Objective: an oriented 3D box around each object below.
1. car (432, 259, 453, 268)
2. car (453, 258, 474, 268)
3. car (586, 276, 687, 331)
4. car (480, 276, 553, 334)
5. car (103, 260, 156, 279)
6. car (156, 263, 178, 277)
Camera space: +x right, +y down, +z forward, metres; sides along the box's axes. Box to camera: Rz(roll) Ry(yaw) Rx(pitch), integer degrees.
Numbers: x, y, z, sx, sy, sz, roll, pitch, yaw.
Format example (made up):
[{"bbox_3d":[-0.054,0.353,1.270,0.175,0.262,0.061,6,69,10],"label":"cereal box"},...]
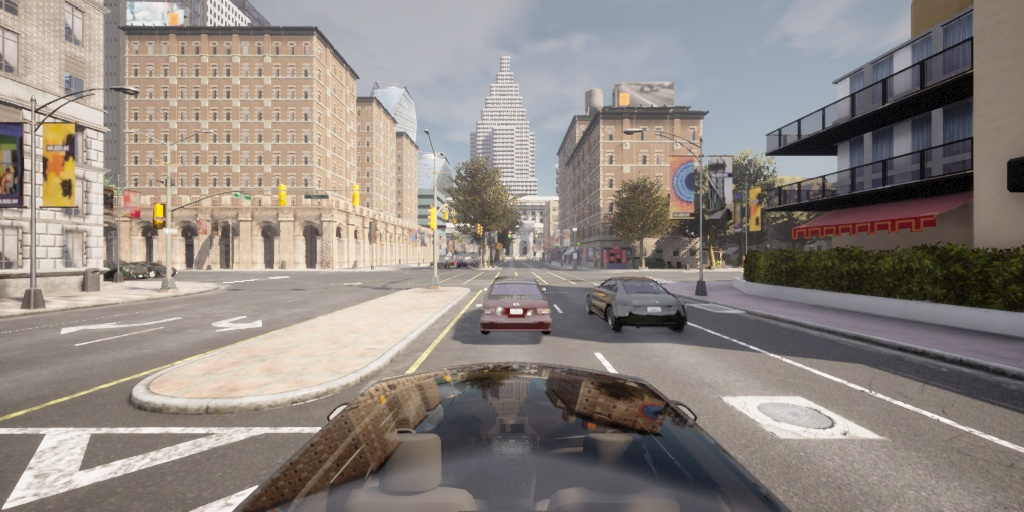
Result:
[{"bbox_3d":[-11.625,1.276,60.256,1.812,1.442,4.674,0,0,0],"label":"car"},{"bbox_3d":[-8.124,1.351,60.377,1.895,1.301,4.718,0,0,0],"label":"car"},{"bbox_3d":[3.589,1.314,11.056,1.994,1.385,4.181,0,0,0],"label":"car"},{"bbox_3d":[0.092,1.298,10.624,2.033,1.411,5.357,0,0,0],"label":"car"},{"bbox_3d":[-33.348,1.102,30.010,4.553,1.767,2.097,0,0,0],"label":"car"},{"bbox_3d":[-34.190,1.255,33.505,4.892,1.490,1.837,0,0,0],"label":"car"}]
